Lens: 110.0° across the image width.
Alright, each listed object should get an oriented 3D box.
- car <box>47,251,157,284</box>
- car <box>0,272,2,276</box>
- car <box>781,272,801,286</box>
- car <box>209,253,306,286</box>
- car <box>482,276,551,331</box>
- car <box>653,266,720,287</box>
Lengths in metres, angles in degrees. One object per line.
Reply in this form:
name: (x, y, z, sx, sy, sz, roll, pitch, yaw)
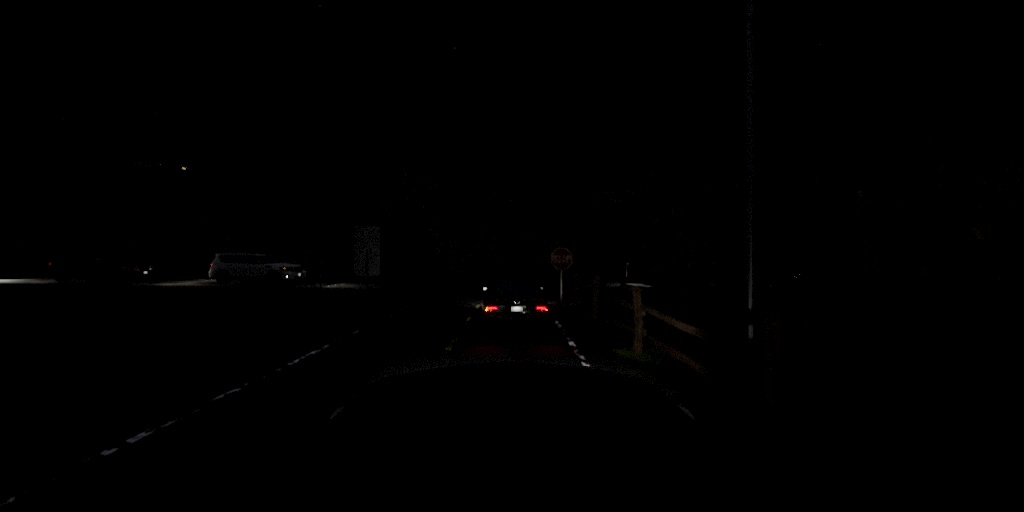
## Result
car: (-27.155, 0.712, 23.847, 5.566, 2.045, 2.150, 1, 0, 0)
car: (-37.225, 0.927, 23.965, 4.181, 1.385, 1.994, 1, 0, 1)
car: (22.187, 1.429, 26.294, 4.553, 1.767, 2.097, 1, 0, 1)
car: (-16.791, 0.842, 23.736, 5.566, 2.045, 2.150, 1, 0, 1)
car: (0.055, 1.320, 11.104, 2.033, 1.411, 5.357, 0, 0, -1)
car: (12.926, 1.475, 26.387, 4.892, 1.490, 1.837, 1, 0, 1)
